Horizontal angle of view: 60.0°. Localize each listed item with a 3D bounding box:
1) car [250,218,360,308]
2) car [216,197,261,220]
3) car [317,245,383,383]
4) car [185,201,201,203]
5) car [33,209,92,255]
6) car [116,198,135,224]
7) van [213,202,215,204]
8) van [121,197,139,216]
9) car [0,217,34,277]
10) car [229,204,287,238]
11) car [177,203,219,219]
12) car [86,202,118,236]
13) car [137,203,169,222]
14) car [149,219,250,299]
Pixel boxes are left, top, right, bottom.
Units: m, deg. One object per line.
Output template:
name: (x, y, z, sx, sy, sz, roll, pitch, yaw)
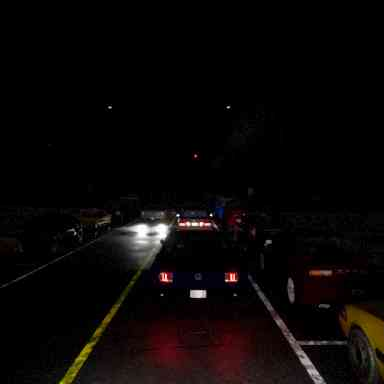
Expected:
car: (2.779, 1.545, 7.790, 1.887, 1.381, 4.507, 0, 0, 0)
car: (2.806, 1.317, 18.665, 2.192, 1.841, 5.009, 0, 0, 0)
car: (2.766, 1.525, 2.522, 1.752, 1.417, 4.829, 0, 0, 0)
car: (0.065, 1.482, 27.799, 1.882, 1.535, 5.008, 0, 0, 0)
car: (-5.733, 1.567, 13.249, 1.947, 1.339, 4.313, 0, 0, 0)
car: (-5.706, 1.443, 24.124, 1.967, 1.590, 4.097, 0, 0, 0)
van: (2.833, 1.346, 29.540, 1.690, 1.788, 3.998, 0, 0, 0)
van: (-5.693, 1.346, 29.562, 1.690, 1.788, 3.998, 0, 0, 0)
car: (-5.747, 1.525, 7.641, 1.752, 1.417, 4.829, 0, 0, 0)
car: (2.792, 1.441, 13.227, 1.967, 1.590, 4.097, 0, 0, 0)
car: (0.141, 1.549, 17.972, 2.033, 1.411, 5.357, 0, 0, 0)
car: (-5.720, 1.527, 18.516, 1.752, 1.417, 4.829, 0, 0, 0)
car: (-2.935, 1.672, 26.909, 1.895, 1.301, 4.718, 0, 0, 0)
car: (0.121, 1.601, 8.381, 1.895, 1.301, 4.718, 0, 0, 0)
